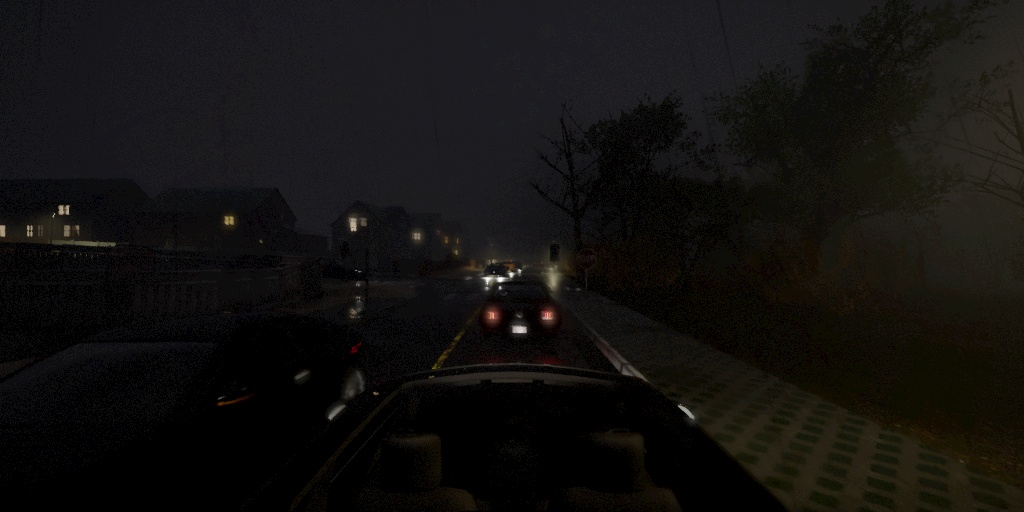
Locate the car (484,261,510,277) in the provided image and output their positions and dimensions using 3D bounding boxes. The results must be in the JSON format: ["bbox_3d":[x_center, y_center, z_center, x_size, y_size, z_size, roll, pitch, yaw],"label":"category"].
[{"bbox_3d":[-1.601,1.375,36.239,1.994,1.385,4.181,0,0,3],"label":"car"}]

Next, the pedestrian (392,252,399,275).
[{"bbox_3d":[-9.173,0.552,28.297,0.375,1.860,0.375,0,-3,1],"label":"pedestrian"}]

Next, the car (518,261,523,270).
[{"bbox_3d":[0.603,1.487,59.645,1.812,1.442,4.674,0,-1,7],"label":"car"}]

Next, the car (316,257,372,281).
[{"bbox_3d":[-11.158,0.802,22.372,4.674,1.442,1.812,3,0,4],"label":"car"}]

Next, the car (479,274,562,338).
[{"bbox_3d":[0.215,1.357,10.192,1.895,1.301,4.718,0,0,1],"label":"car"}]

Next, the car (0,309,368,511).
[{"bbox_3d":[-2.805,1.276,3.048,1.812,1.442,4.674,0,0,0],"label":"car"}]

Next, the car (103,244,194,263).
[{"bbox_3d":[-22.874,0.073,22.714,4.553,1.767,2.097,3,0,1],"label":"car"}]

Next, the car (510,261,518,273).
[{"bbox_3d":[-0.699,1.345,47.227,1.882,1.535,5.008,0,0,6],"label":"car"}]

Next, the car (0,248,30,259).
[{"bbox_3d":[-34.069,-0.330,22.949,5.008,1.535,1.882,3,0,1],"label":"car"}]
